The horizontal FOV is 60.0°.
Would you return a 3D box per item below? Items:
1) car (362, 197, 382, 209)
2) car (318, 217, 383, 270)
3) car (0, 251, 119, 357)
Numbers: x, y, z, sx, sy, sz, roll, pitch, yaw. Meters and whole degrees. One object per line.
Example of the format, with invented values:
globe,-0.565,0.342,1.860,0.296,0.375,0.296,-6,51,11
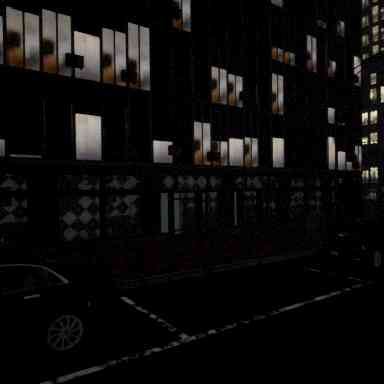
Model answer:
car,20.577,1.274,40.861,1.752,1.417,4.829,-1,1,-35
car,5.986,1.541,11.006,4.507,1.381,1.887,0,-1,-35
car,-3.189,1.551,4.427,4.403,1.369,2.008,0,-1,-35
